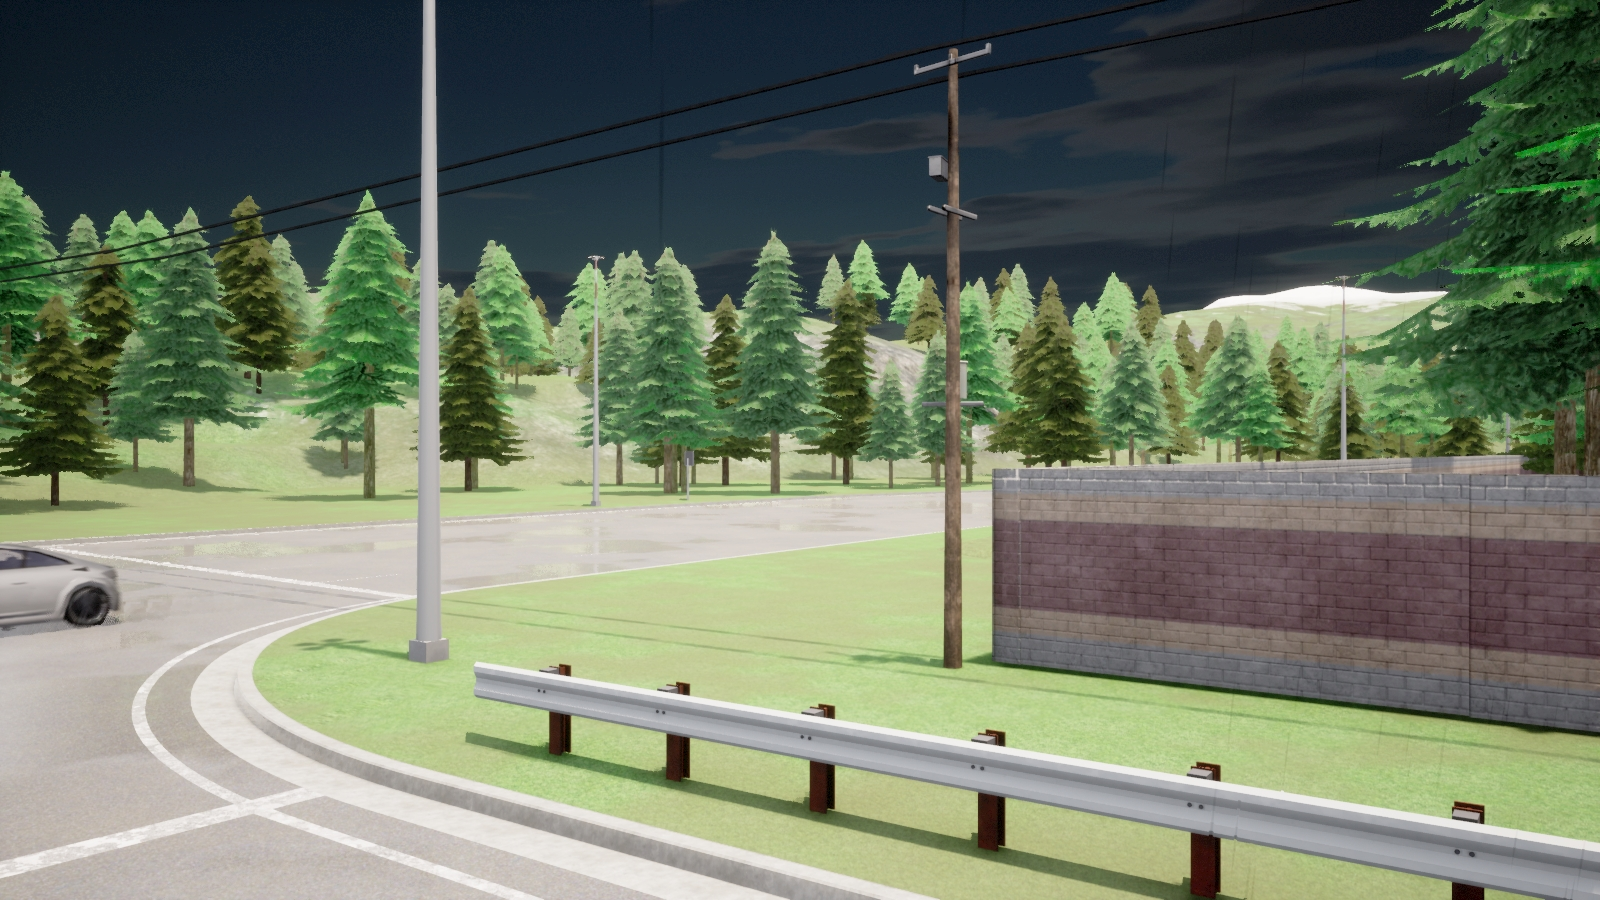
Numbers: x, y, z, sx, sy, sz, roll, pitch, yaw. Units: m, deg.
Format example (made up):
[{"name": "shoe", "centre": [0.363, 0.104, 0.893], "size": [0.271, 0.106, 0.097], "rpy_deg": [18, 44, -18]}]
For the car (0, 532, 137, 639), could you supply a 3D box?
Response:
[{"name": "car", "centre": [-12.743, 2.105, 17.337], "size": [1.994, 1.385, 4.181], "rpy_deg": [0, 0, 35]}]

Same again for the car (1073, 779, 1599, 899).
[{"name": "car", "centre": [3.010, 1.982, 1.681], "size": [5.238, 1.638, 2.097], "rpy_deg": [0, 0, 35]}]
